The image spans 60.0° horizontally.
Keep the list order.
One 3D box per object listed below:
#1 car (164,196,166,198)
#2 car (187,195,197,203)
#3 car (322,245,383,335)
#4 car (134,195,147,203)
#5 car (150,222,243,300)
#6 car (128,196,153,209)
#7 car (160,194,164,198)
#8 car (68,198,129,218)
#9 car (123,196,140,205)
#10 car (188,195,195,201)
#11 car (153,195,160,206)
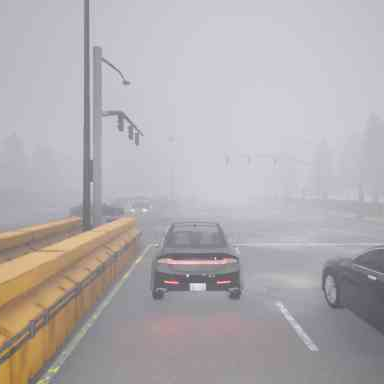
[{"bbox_3d":[-7.091,1.355,75.772,2.097,1.767,4.553,0,0,0],"label":"car"},{"bbox_3d":[0.019,1.563,67.197,1.994,1.385,4.181,0,0,0],"label":"car"},{"bbox_3d":[3.595,1.505,4.989,1.837,1.490,4.892,0,0,0],"label":"car"},{"bbox_3d":[-10.583,1.478,69.071,1.882,1.535,5.008,0,0,0],"label":"car"},{"bbox_3d":[0.074,1.492,8.401,2.128,1.511,4.902,0,0,-1],"label":"car"},{"bbox_3d":[-7.154,1.352,46.508,2.097,1.767,4.553,0,0,0],"label":"car"},{"bbox_3d":[-7.116,1.526,65.796,1.812,1.442,4.674,0,0,0],"label":"car"},{"bbox_3d":[-8.237,1.526,28.809,4.674,1.442,1.812,0,0,-26],"label":"car"},{"bbox_3d":[-10.647,1.492,58.982,2.128,1.511,4.902,0,0,0],"label":"car"},{"bbox_3d":[-0.106,1.524,88.507,1.812,1.442,4.674,0,0,0],"label":"car"},{"bbox_3d":[-7.155,1.547,55.983,2.033,1.411,5.357,0,0,0],"label":"car"}]
